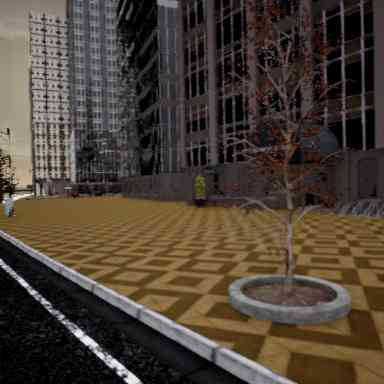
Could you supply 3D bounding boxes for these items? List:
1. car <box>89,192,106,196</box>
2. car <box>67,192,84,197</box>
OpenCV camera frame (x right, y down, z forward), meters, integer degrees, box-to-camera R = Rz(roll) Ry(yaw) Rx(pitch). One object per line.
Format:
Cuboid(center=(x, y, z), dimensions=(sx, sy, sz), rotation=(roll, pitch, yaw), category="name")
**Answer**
Cuboid(center=(-25.915, 0.561, 91.189), dimensions=(4.313, 1.339, 1.947), rotation=(-2, 2, -23), category="car")
Cuboid(center=(-31.128, 0.656, 88.911), dimensions=(4.097, 1.590, 1.967), rotation=(-2, 2, -23), category="car")
